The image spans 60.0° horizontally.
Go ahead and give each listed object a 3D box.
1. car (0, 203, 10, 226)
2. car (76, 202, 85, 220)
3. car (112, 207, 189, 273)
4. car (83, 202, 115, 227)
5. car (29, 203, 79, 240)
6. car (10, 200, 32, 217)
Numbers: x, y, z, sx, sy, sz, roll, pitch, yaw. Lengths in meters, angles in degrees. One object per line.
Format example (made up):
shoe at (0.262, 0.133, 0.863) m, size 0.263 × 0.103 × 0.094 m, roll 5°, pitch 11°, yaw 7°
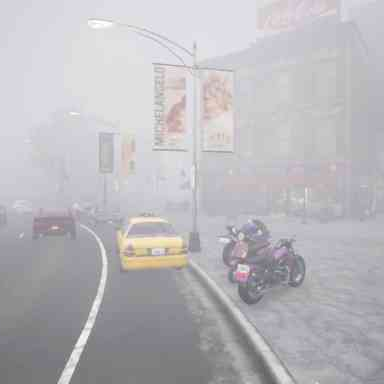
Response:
car at (-13.983, 1.339, 22.879) m, size 2.097 × 1.767 × 4.553 m, roll 0°, pitch 0°, yaw -31°
car at (-9.033, 1.513, 27.542) m, size 2.002 × 1.452 × 4.674 m, roll 0°, pitch 0°, yaw -35°
car at (-1.493, 1.456, 10.762) m, size 1.801 × 1.575 × 5.366 m, roll 0°, pitch 0°, yaw -15°
car at (-6.003, 1.591, 22.679) m, size 1.895 × 1.301 × 4.718 m, roll 0°, pitch 0°, yaw -25°
car at (-7.148, 1.472, 17.339) m, size 1.882 × 1.535 × 5.008 m, roll 0°, pitch 0°, yaw -22°
car at (-16.114, 1.511, 31.431) m, size 1.812 × 1.442 × 4.674 m, roll 0°, pitch 0°, yaw -40°
